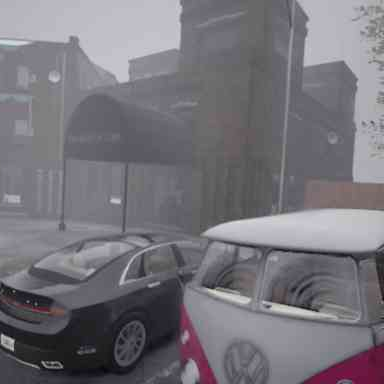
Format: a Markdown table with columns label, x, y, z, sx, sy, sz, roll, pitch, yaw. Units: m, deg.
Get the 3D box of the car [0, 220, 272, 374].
| label | x | y | z | sx | sy | sz | roll | pitch | yaw |
| --- | --- | --- | --- | --- | --- | --- | --- | --- | --- |
| car | -0.682 | 1.430 | 5.732 | 2.231 | 1.521 | 4.892 | 2 | 1 | 35 |
